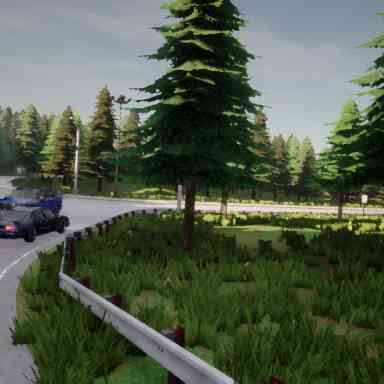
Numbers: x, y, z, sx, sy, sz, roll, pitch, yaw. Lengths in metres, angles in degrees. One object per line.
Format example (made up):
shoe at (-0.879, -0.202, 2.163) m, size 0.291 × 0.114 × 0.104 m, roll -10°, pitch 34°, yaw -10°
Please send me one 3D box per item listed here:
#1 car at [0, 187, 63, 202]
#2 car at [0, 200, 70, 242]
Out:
car at (-10.484, 0.723, 21.673) m, size 2.150 × 2.045 × 5.566 m, roll 4°, pitch 2°, yaw 4°
car at (-7.601, 1.372, 15.585) m, size 2.033 × 1.411 × 5.357 m, roll 4°, pitch 1°, yaw 3°
